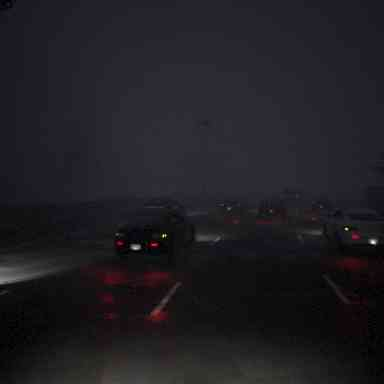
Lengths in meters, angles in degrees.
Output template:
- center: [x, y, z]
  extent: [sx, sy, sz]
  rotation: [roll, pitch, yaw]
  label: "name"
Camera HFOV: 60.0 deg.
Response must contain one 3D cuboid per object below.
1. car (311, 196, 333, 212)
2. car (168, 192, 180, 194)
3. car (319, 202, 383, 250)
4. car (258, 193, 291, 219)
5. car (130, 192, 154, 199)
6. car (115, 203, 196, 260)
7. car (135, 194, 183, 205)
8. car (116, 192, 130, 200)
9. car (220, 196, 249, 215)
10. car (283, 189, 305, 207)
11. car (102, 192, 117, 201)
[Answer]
- center: [12.246, 1.065, 31.433]
  extent: [1.812, 1.442, 4.674]
  rotation: [0, 1, 22]
  label: "car"
- center: [-2.846, 0.777, 49.580]
  extent: [1.812, 1.442, 4.674]
  rotation: [0, 1, 26]
  label: "car"
- center: [6.360, 1.336, 12.945]
  extent: [1.812, 1.442, 4.674]
  rotation: [0, 1, 13]
  label: "car"
- center: [6.161, 1.108, 24.949]
  extent: [1.882, 1.535, 5.008]
  rotation: [0, 1, 18]
  label: "car"
- center: [-6.727, 0.771, 49.591]
  extent: [1.812, 1.442, 4.674]
  rotation: [0, 1, 26]
  label: "car"
- center: [-1.106, 1.347, 11.654]
  extent: [1.812, 1.442, 4.674]
  rotation: [0, 1, 12]
  label: "car"
- center: [-1.774, 1.141, 23.088]
  extent: [2.128, 1.511, 4.902]
  rotation: [0, 1, 17]
  label: "car"
- center: [-9.282, 0.803, 52.351]
  extent: [1.895, 1.301, 4.718]
  rotation: [0, 1, 26]
  label: "car"
- center: [3.707, 1.098, 28.611]
  extent: [1.812, 1.442, 4.674]
  rotation: [0, 1, 19]
  label: "car"
- center: [12.178, 0.633, 39.995]
  extent: [2.150, 2.045, 5.566]
  rotation: [0, 1, 25]
  label: "car"
- center: [-12.575, 0.744, 53.579]
  extent: [1.994, 1.385, 4.181]
  rotation: [0, 1, 26]
  label: "car"
